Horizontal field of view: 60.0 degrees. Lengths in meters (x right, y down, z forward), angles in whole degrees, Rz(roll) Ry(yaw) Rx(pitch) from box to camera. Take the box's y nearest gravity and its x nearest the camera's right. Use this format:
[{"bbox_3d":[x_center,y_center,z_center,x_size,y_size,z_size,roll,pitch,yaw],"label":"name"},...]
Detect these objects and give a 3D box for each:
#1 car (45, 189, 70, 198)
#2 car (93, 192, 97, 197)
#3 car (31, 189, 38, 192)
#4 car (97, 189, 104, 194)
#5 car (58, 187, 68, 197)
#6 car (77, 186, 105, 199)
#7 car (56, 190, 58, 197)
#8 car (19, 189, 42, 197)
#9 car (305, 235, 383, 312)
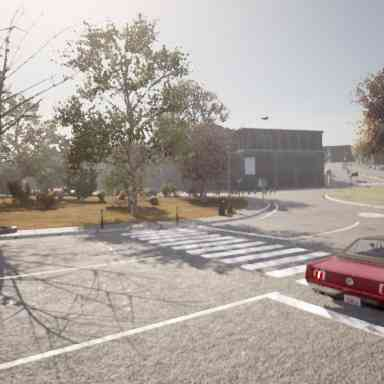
[{"bbox_3d":[-28.654,0.283,70.883,2.231,1.521,4.892,-1,2,18],"label":"car"},{"bbox_3d":[-16.880,0.273,61.662,1.946,1.575,5.366,-1,2,17],"label":"car"},{"bbox_3d":[-33.331,0.093,74.535,2.185,1.767,4.553,-1,2,18],"label":"car"},{"bbox_3d":[-14.469,0.111,60.033,2.185,1.767,4.553,-2,2,16],"label":"car"},{"bbox_3d":[-23.948,0.339,67.214,2.163,1.488,4.792,-1,2,17],"label":"car"},{"bbox_3d":[-19.217,0.041,63.656,2.435,2.045,5.566,-2,2,17],"label":"car"},{"bbox_3d":[-26.309,0.050,69.022,2.435,2.045,5.566,0,2,18],"label":"car"},{"bbox_3d":[-37.947,0.142,78.284,2.097,1.535,5.008,0,3,19],"label":"car"},{"bbox_3d":[4.598,1.571,7.008,4.718,1.301,1.895,0,0,-35],"label":"car"}]
